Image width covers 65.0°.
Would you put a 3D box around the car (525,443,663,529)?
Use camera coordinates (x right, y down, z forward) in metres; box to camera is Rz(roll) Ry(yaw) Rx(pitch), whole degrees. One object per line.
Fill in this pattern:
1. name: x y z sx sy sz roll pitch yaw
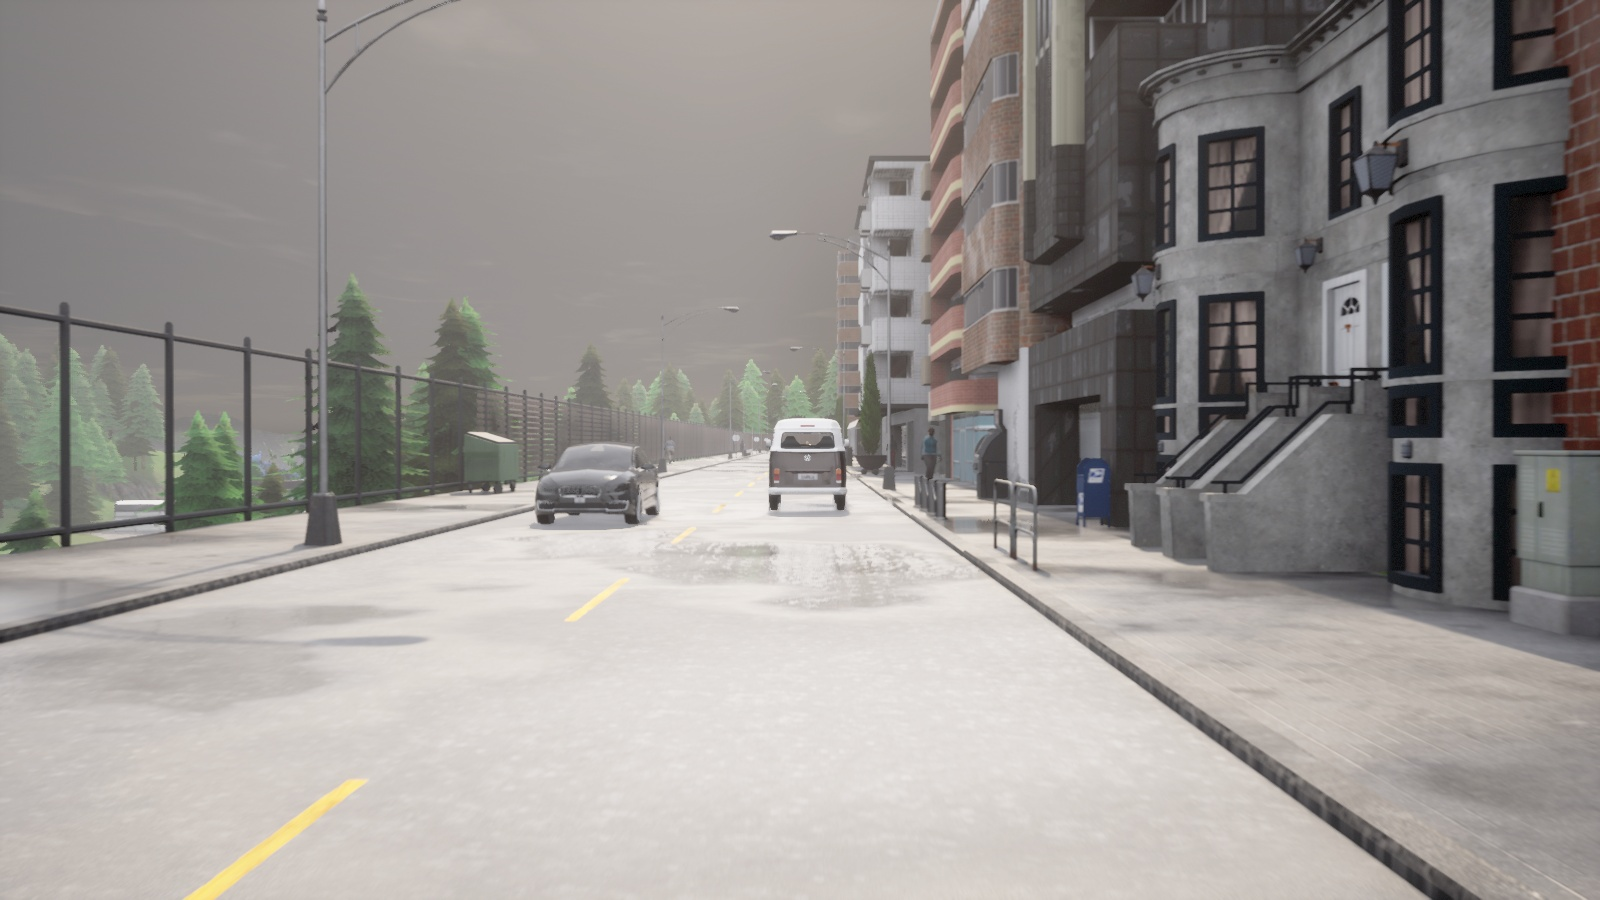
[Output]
1. car: -3.848 0.611 24.287 1.837 1.490 4.892 0 0 0

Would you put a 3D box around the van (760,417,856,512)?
1. van: 0.178 0.305 29.329 2.069 2.038 4.480 0 0 0

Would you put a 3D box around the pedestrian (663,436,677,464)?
1. pedestrian: -8.623 -0.021 83.536 0.874 1.855 0.900 0 0 -2

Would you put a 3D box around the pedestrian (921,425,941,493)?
1. pedestrian: 3.743 0.253 35.968 0.396 1.930 0.692 0 0 -10
